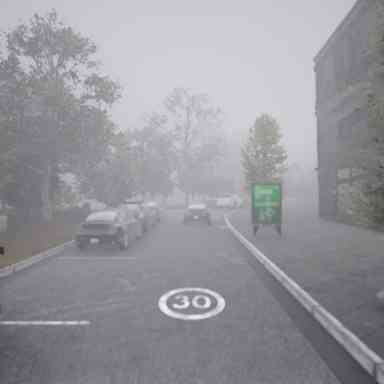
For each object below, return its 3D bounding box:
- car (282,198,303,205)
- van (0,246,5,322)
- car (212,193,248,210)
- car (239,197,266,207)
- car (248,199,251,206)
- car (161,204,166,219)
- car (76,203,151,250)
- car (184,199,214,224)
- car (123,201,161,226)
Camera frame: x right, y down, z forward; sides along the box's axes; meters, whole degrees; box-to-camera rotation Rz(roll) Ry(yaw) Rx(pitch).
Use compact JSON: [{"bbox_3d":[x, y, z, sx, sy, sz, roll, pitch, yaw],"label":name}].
[{"bbox_3d":[19.116,1.907,63.659,4.892,1.521,2.231,1,-4,-32],"label":"car"},{"bbox_3d":[-3.628,1.254,3.086,1.878,1.987,4.442,1,0,2],"label":"van"},{"bbox_3d":[4.950,1.143,42.206,2.150,2.045,5.566,-2,-1,25],"label":"car"},{"bbox_3d":[10.356,1.743,56.498,2.231,1.521,4.892,-4,-3,42],"label":"car"},{"bbox_3d":[6.829,1.642,52.048,2.097,1.535,5.008,-3,-4,36],"label":"car"},{"bbox_3d":[-3.172,1.445,25.750,2.097,1.535,5.008,0,0,2],"label":"car"},{"bbox_3d":[-3.410,1.475,14.339,2.231,1.521,4.892,0,0,2],"label":"car"},{"bbox_3d":[0.461,1.464,24.053,1.812,1.442,4.674,0,0,4],"label":"car"},{"bbox_3d":[-3.411,1.333,20.048,2.185,1.767,4.553,-1,1,2],"label":"car"}]
